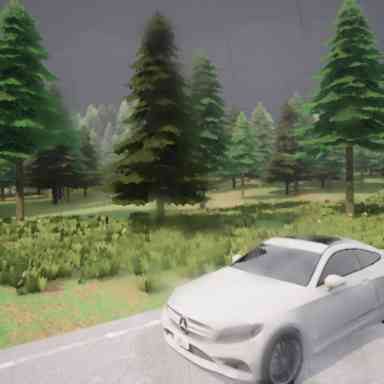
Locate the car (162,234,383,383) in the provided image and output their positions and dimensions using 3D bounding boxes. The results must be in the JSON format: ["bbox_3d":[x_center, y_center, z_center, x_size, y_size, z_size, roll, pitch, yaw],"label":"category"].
[{"bbox_3d":[1.751,1.465,5.309,4.674,1.442,1.812,-1,0,-36],"label":"car"}]
